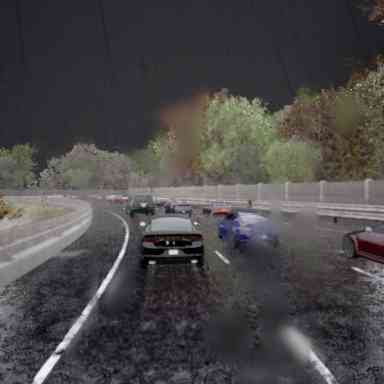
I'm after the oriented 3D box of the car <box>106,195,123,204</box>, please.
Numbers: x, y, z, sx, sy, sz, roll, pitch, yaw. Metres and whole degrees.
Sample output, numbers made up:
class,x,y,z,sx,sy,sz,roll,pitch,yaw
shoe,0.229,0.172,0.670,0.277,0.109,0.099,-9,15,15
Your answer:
class,x,y,z,sx,sy,sz,roll,pitch,yaw
car,-15.776,1.465,67.370,2.097,1.767,4.553,0,0,-34

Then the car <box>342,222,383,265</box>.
class,x,y,z,sx,sy,sz,roll,pitch,yaw
car,6.379,1.550,10.066,1.994,1.385,4.181,0,0,-5

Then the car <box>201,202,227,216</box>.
class,x,y,z,sx,sy,sz,roll,pitch,yaw
car,2.284,1.585,31.564,1.994,1.385,4.181,0,0,-17

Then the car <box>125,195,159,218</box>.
class,x,y,z,sx,sy,sz,roll,pitch,yaw
car,-4.901,1.265,31.021,2.150,2.045,5.566,0,0,-16

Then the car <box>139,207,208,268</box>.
class,x,y,z,sx,sy,sz,roll,pitch,yaw
car,-0.780,1.490,11.510,1.882,1.535,5.008,0,0,-6

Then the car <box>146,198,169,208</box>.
class,x,y,z,sx,sy,sz,roll,pitch,yaw
car,-5.208,1.661,50.029,1.895,1.301,4.718,0,0,-27

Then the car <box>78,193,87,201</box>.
class,x,y,z,sx,sy,sz,roll,pitch,yaw
car,-29.433,1.407,89.552,2.150,2.045,5.566,0,0,-21

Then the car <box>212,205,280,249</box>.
class,x,y,z,sx,sy,sz,roll,pitch,yaw
car,2.330,1.529,14.622,1.812,1.442,4.674,0,0,-8

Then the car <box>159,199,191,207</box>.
class,x,y,z,sx,sy,sz,roll,pitch,yaw
car,-1.392,1.522,31.380,2.128,1.511,4.902,0,0,-16
